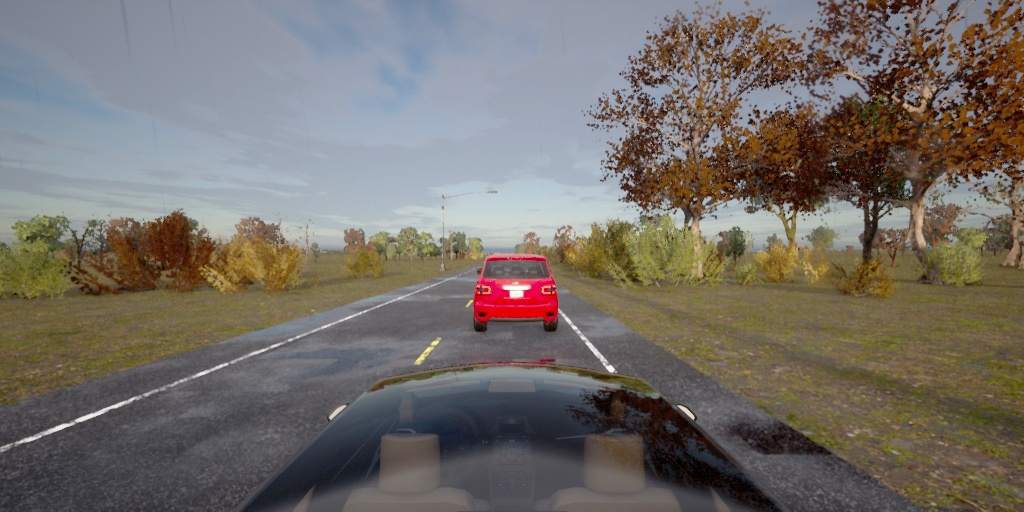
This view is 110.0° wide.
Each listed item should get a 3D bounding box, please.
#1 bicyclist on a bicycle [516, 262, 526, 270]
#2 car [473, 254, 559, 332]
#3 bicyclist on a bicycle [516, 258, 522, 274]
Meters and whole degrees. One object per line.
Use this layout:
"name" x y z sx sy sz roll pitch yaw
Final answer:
"bicyclist on a bicycle" 0.859 1.106 30.169 0.659 1.776 1.843 0 0 0
"car" 0.078 0.967 10.990 2.150 2.045 5.566 0 0 -1
"bicyclist on a bicycle" 0.784 1.102 40.182 0.659 1.776 1.843 0 0 0
